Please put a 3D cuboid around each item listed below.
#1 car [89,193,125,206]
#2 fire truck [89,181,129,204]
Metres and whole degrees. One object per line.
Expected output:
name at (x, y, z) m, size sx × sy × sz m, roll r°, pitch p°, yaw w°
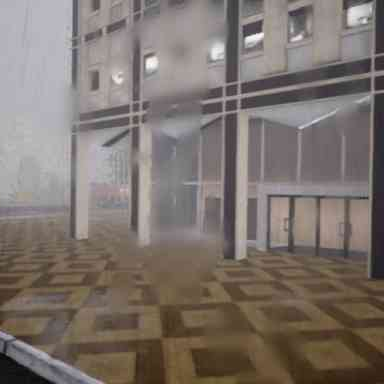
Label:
car at (-13.430, 1.320, 52.028) m, size 1.837 × 1.490 × 4.892 m, roll 1°, pitch 1°, yaw 38°
fire truck at (-13.887, 0.089, 56.556) m, size 2.891 × 3.827 × 8.468 m, roll 1°, pitch 1°, yaw 38°
